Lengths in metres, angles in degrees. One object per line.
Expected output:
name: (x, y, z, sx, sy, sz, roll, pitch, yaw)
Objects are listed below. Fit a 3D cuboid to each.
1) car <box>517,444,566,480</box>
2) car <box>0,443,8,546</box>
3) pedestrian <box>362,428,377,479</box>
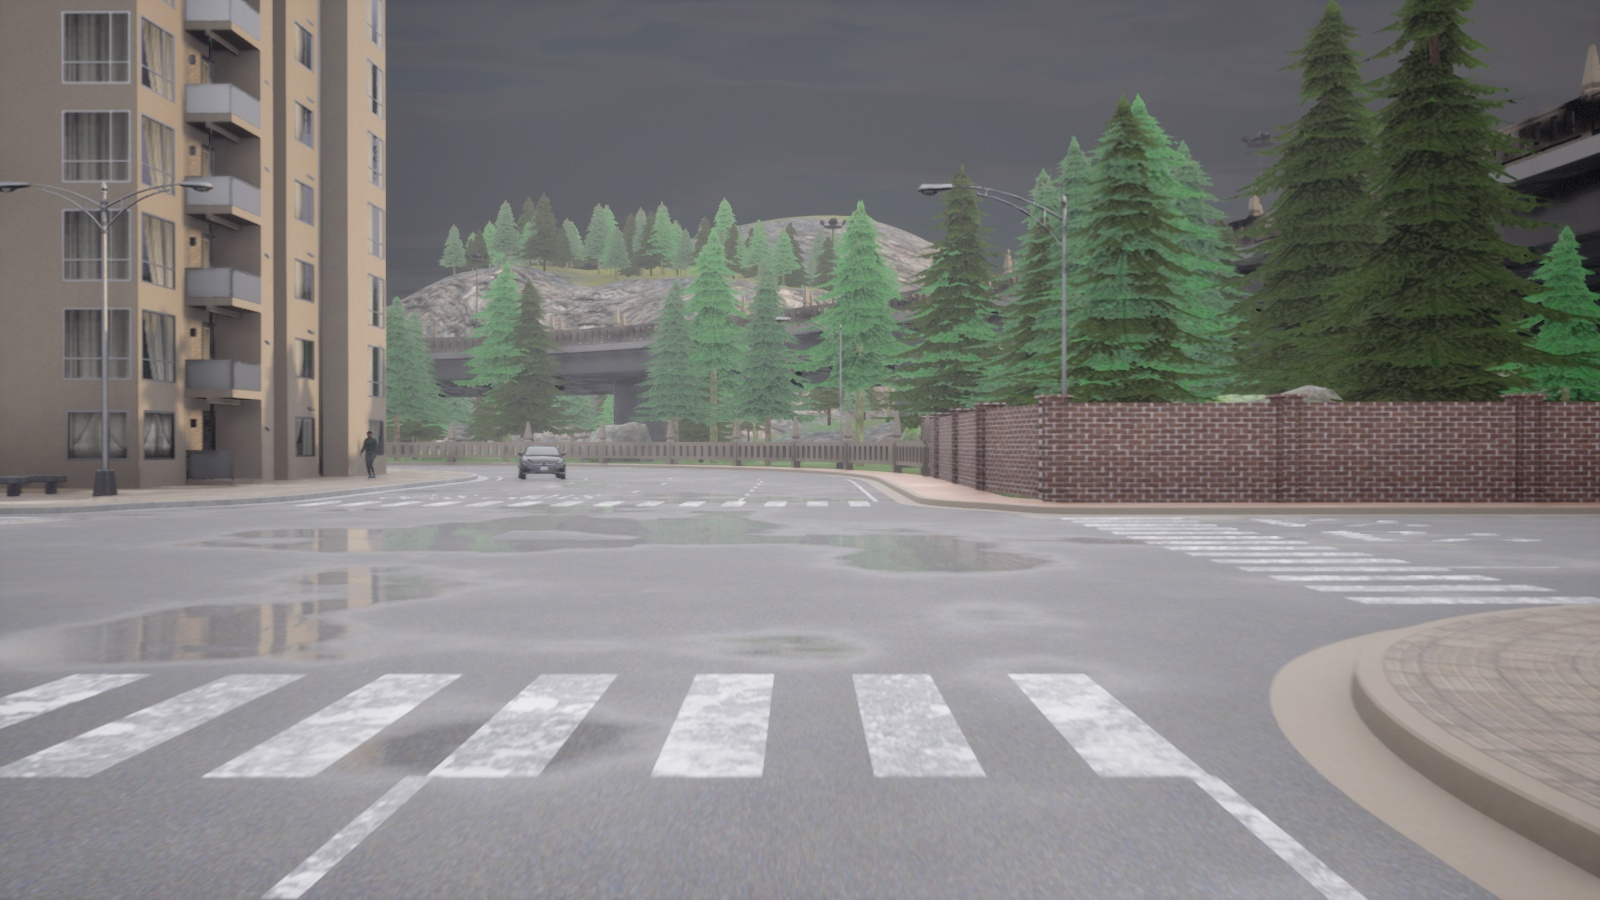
car: (-10.830, 0.468, 52.513, 1.812, 1.442, 4.674, 0, 0, -14)
car: (-13.954, 0.660, 17.333, 4.892, 1.490, 1.837, 0, 0, 0)
pedestrian: (-15.930, 0.126, 46.477, 0.353, 1.847, 0.614, 0, 0, 2)
